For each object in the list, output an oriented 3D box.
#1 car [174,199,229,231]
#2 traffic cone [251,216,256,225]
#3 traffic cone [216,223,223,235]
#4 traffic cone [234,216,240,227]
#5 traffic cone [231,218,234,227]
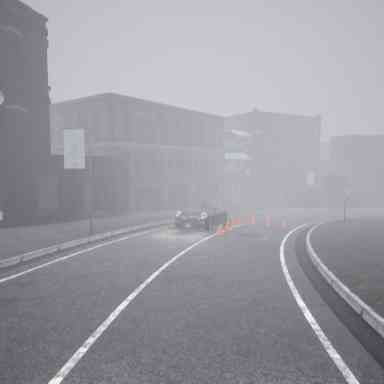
[{"bbox_3d":[0.685,1.269,20.338,2.097,1.767,4.553,2,1,24],"label":"car"},{"bbox_3d":[4.206,1.953,22.745,0.340,0.580,0.340,2,1,17],"label":"traffic cone"},{"bbox_3d":[1.462,1.922,17.327,0.340,0.580,0.340,2,0,17],"label":"traffic cone"},{"bbox_3d":[2.661,1.921,21.142,0.340,0.580,0.340,2,1,17],"label":"traffic cone"},{"bbox_3d":[2.061,1.922,19.235,0.340,0.580,0.340,2,1,18],"label":"traffic cone"}]
